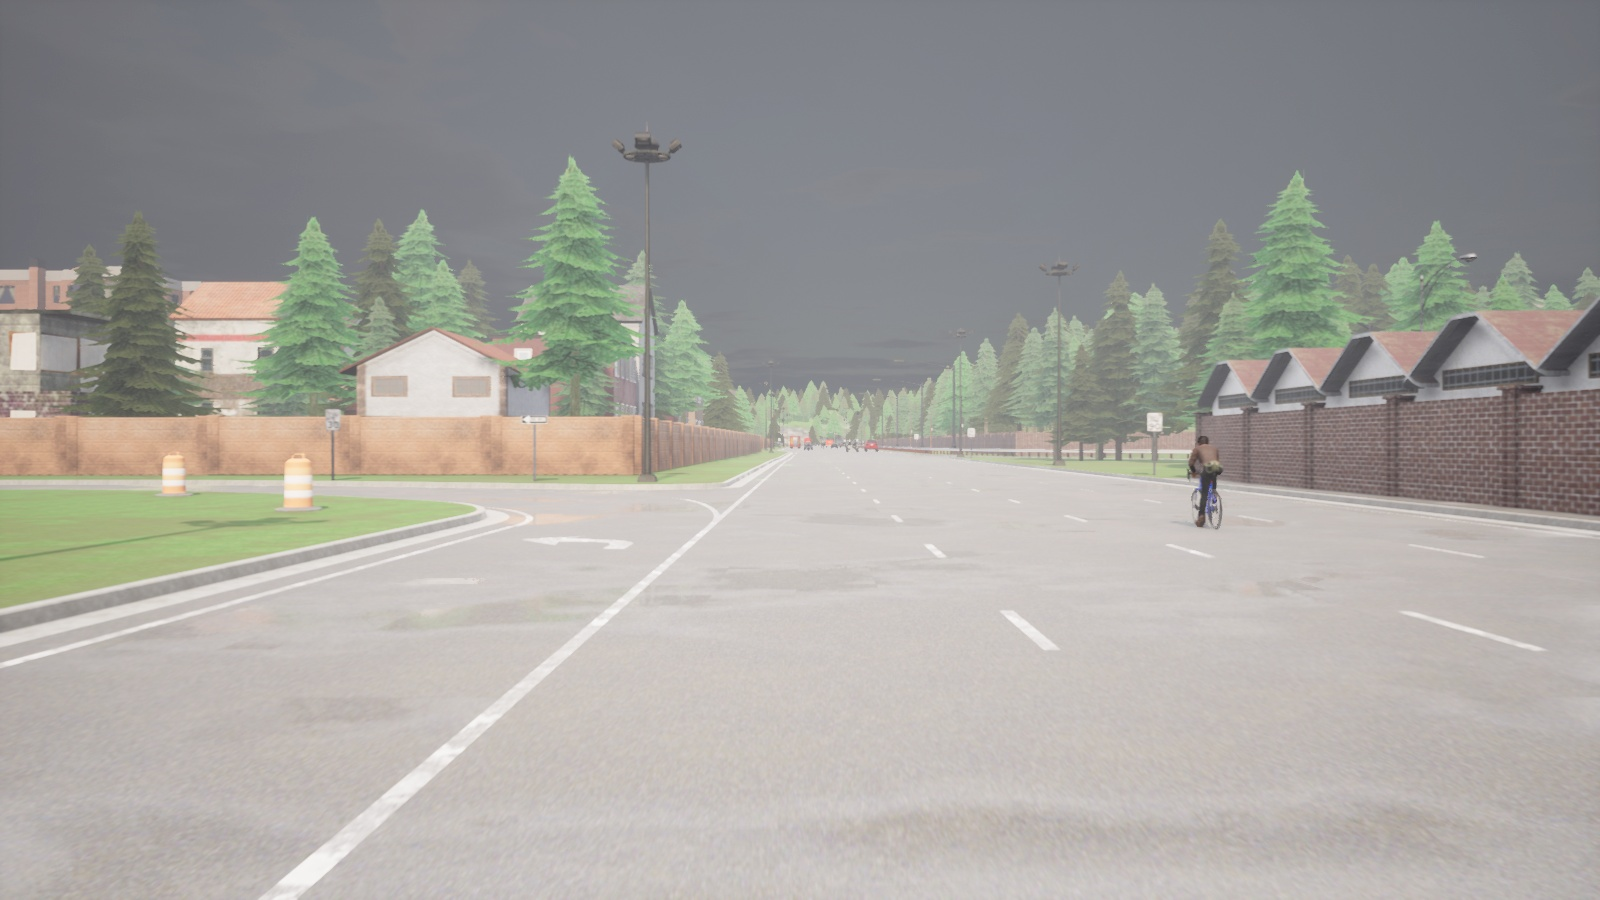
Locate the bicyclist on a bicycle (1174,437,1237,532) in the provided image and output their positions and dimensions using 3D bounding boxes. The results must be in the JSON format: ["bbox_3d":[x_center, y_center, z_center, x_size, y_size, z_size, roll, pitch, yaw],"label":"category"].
[{"bbox_3d":[7.141,0.580,22.157,0.582,1.620,1.656,0,0,0],"label":"bicyclist on a bicycle"}]
